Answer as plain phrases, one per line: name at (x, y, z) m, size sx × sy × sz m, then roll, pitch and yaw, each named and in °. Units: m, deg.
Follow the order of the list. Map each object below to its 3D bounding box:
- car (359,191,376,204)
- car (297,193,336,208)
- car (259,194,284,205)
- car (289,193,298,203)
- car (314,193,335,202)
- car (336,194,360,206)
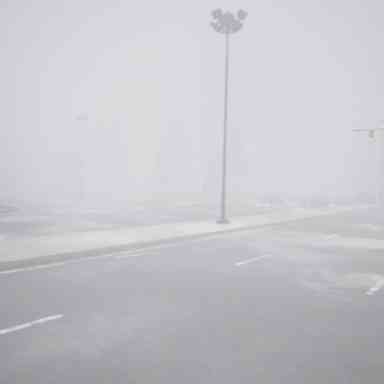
car at (29.059, 0.915, 55.618) m, size 2.150 × 2.045 × 5.566 m, roll 2°, pitch 1°, yaw 43°
car at (15.311, 1.123, 40.760) m, size 2.128 × 1.511 × 4.902 m, roll 2°, pitch 1°, yaw 43°
car at (11.181, 0.995, 46.594) m, size 1.994 × 1.385 × 4.181 m, roll 2°, pitch 1°, yaw 43°
car at (17.264, 0.963, 53.216) m, size 1.837 × 1.490 × 4.892 m, roll 2°, pitch 1°, yaw 43°
car at (24.244, 0.968, 60.711) m, size 1.882 × 1.535 × 5.008 m, roll 2°, pitch 1°, yaw 43°
car at (21.975, 1.208, 48.022) m, size 2.033 × 1.411 × 5.357 m, roll 2°, pitch 1°, yaw 43°
